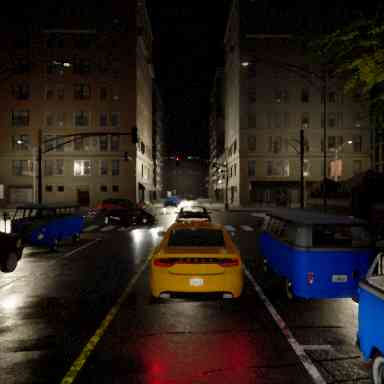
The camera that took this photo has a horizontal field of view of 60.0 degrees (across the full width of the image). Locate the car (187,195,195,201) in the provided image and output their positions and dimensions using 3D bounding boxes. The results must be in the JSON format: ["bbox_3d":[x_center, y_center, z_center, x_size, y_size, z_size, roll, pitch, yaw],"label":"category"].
[{"bbox_3d":[-0.313,1.583,89.168,1.895,1.301,4.718,0,0,-1],"label":"car"}]

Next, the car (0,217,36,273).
[{"bbox_3d":[-5.822,1.544,7.940,1.887,1.381,4.507,0,0,0],"label":"car"}]

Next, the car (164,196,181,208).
[{"bbox_3d":[-3.050,1.463,48.878,1.882,1.535,5.008,0,0,0],"label":"car"}]

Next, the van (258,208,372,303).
[{"bbox_3d":[2.704,1.340,7.912,1.690,1.788,3.998,0,0,0],"label":"van"}]

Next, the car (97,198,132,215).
[{"bbox_3d":[-5.815,1.336,28.913,4.553,1.767,2.097,0,0,-1],"label":"car"}]

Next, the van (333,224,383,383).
[{"bbox_3d":[2.679,1.341,2.255,1.690,1.788,3.998,0,0,0],"label":"van"}]

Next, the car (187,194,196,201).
[{"bbox_3d":[-0.227,1.339,79.387,2.097,1.767,4.553,0,0,-1],"label":"car"}]

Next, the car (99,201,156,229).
[{"bbox_3d":[-4.055,1.545,21.645,1.994,1.385,4.181,0,0,-39],"label":"car"}]

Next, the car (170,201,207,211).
[{"bbox_3d":[0.075,1.486,17.919,2.128,1.511,4.902,0,0,0],"label":"car"}]

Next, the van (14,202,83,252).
[{"bbox_3d":[-5.796,1.338,13.600,1.690,1.788,3.998,0,0,0],"label":"van"}]

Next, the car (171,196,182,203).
[{"bbox_3d":[-3.141,1.522,69.651,2.033,1.411,5.357,0,0,-1],"label":"car"}]

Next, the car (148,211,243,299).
[{"bbox_3d":[0.114,1.477,8.500,1.882,1.535,5.008,0,0,1],"label":"car"}]
